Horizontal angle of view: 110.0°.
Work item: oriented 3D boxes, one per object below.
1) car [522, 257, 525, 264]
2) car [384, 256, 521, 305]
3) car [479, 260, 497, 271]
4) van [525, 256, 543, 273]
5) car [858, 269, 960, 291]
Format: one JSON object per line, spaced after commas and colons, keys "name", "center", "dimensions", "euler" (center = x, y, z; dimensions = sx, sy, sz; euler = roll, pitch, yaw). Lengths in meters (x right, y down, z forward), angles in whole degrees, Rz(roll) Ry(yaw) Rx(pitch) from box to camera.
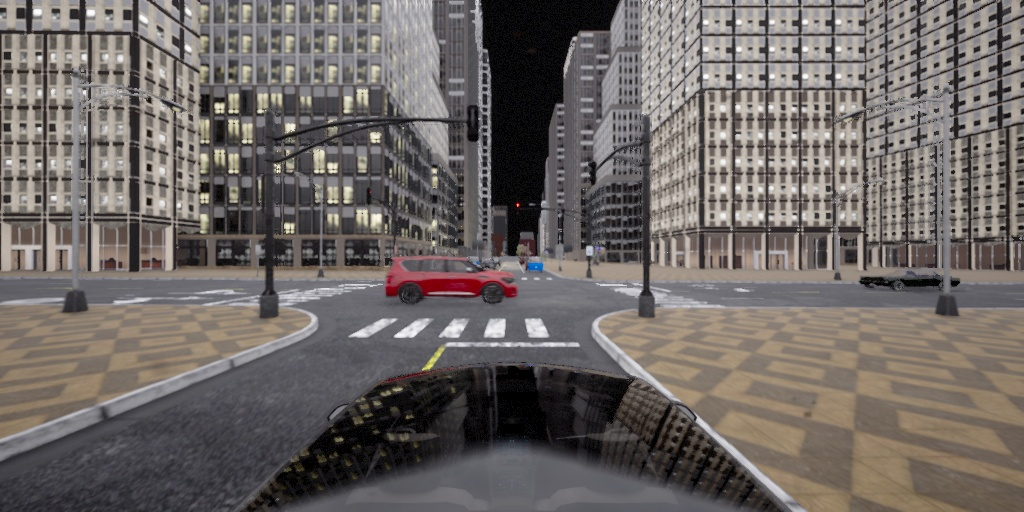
{"name": "car", "center": [2.606, 1.191, 46.909], "dimensions": [1.888, 1.381, 4.507], "euler": [0, 0, 0]}
{"name": "car", "center": [-2.552, 1.021, 15.349], "dimensions": [5.566, 2.045, 2.150], "euler": [0, 0, -1]}
{"name": "car", "center": [-3.178, 1.208, 47.968], "dimensions": [1.994, 1.385, 4.181], "euler": [0, 0, 1]}
{"name": "van", "center": [2.676, 0.999, 41.370], "dimensions": [1.690, 1.789, 3.998], "euler": [0, 0, 0]}
{"name": "car", "center": [24.797, 1.493, 22.528], "dimensions": [4.718, 1.301, 1.895], "euler": [0, 0, -1]}
